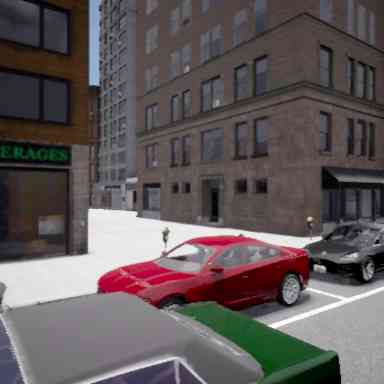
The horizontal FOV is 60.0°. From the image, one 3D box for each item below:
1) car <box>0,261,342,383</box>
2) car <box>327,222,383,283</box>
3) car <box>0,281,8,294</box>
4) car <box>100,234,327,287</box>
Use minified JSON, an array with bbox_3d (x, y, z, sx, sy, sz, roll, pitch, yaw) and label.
[{"bbox_3d":[-1.086,1.602,2.300,4.718,1.301,1.895,0,0,-35],"label":"car"},{"bbox_3d":[5.053,1.601,9.776,4.313,1.339,1.947,0,0,-35],"label":"car"},{"bbox_3d":[-4.210,1.545,3.191,4.403,1.369,2.008,0,0,-35],"label":"car"},{"bbox_3d":[0.421,1.560,6.484,4.507,1.381,1.887,0,0,-35],"label":"car"}]
